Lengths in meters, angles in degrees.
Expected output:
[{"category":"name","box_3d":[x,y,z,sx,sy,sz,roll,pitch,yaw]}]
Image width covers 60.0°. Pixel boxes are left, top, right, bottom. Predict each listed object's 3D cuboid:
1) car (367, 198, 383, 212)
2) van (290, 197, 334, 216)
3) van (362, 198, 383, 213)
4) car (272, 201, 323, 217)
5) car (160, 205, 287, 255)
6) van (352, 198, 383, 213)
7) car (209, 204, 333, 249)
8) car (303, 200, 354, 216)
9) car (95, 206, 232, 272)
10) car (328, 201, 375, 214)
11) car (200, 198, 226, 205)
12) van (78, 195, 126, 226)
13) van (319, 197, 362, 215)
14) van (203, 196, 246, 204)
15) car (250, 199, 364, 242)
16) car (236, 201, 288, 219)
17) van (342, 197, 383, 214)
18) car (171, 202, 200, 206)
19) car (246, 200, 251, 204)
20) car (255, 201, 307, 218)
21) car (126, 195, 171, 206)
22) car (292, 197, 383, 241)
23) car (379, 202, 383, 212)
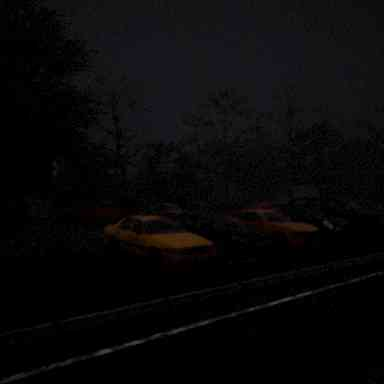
[{"category":"car","box_3d":[29.442,1.977,49.290,2.435,2.045,5.566,2,-1,-35]},{"category":"van","box_3d":[13.688,1.581,38.235,1.878,1.987,4.442,1,-1,-35]},{"category":"van","box_3d":[27.103,1.918,47.800,1.878,1.987,4.442,2,-1,-35]},{"category":"car","box_3d":[11.502,1.769,36.525,2.231,1.521,4.892,1,-1,-35]},{"category":"car","box_3d":[0.866,1.479,12.891,2.231,1.521,4.892,1,0,-35]},{"category":"van","box_3d":[24.950,1.838,46.265,1.878,1.987,4.442,2,-1,-35]},{"category":"car","box_3d":[3.123,1.501,14.501,2.097,1.535,5.008,1,0,-35]},{"category":"car","box_3d":[16.117,1.843,39.596,1.946,1.575,5.366,1,-1,-36]},{"category":"car","box_3d":[-1.277,1.459,11.128,1.946,1.575,5.366,1,0,-35]},{"category":"car","box_3d":[20.516,1.924,42.966,2.097,1.535,5.008,1,-1,-35]},{"category":"car","box_3d":[0.224,1.573,28.483,2.231,1.521,4.892,1,-1,-35]},{"category":"van","box_3d":[-6.707,1.252,23.693,1.878,1.987,4.442,1,0,-35]},{"category":"van","box_3d":[18.334,1.659,41.260,1.878,1.987,4.442,1,-1,-35]},{"category":"van","box_3d":[2.411,1.386,30.194,1.878,1.987,4.442,1,-1,-35]},{"category":"car","box_3d":[5.370,1.408,16.135,2.185,1.767,4.553,1,-1,-35]},{"category":"car","box_3d":[6.888,1.688,33.236,2.097,1.535,5.008,1,-1,-35]},{"category":"van","box_3d":[22.723,1.751,44.390,1.878,1.987,4.442,2,-1,-35]},{"category":"car","box_3d":[-1.925,1.532,26.732,1.946,1.575,5.366,1,0,-35]},{"category":"car","box_3d":[4.751,1.525,31.680,2.185,1.767,4.553,1,-1,-35]},{"category":"car","box_3d":[9.246,1.729,34.918,2.097,1.535,5.008,1,-1,-35]},{"category":"car","box_3d":[-4.300,1.251,25.299,2.435,2.045,5.566,1,0,-35]},{"category":"car","box_3d":[7.663,1.318,17.696,2.435,2.045,5.566,1,-1,-35]},{"category":"car","box_3d":[31.779,2.315,50.984,2.097,1.535,5.008,2,-1,-35]}]
